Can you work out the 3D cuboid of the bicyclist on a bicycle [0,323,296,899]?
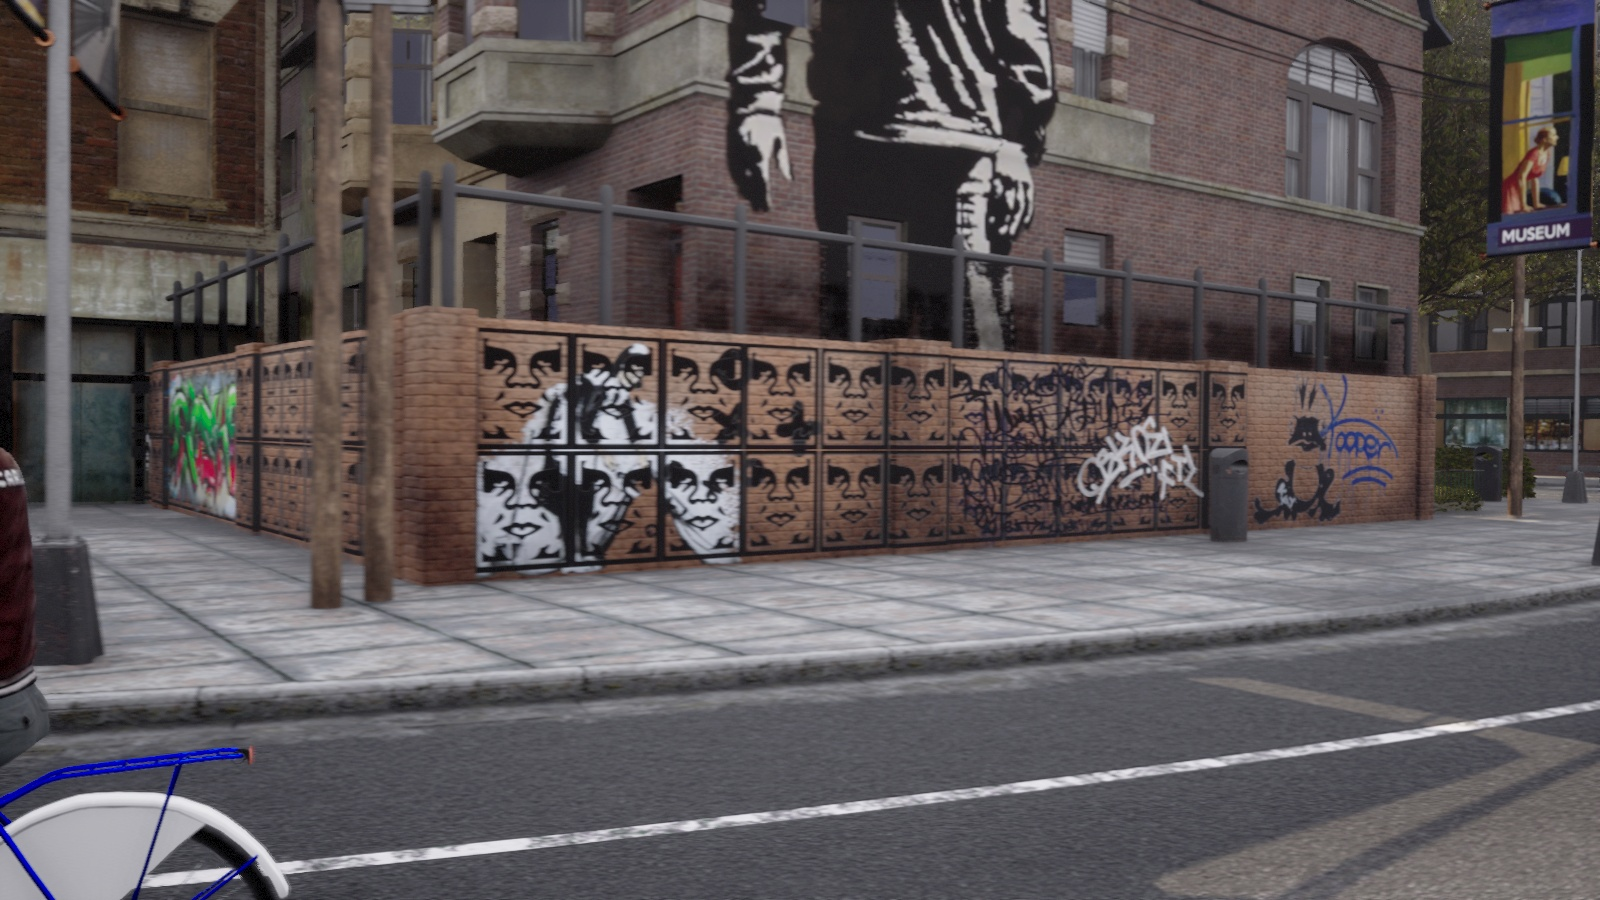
[{"bbox_3d":[-2.029,0.653,2.526,1.843,1.776,0.659,-1,1,-19],"label":"bicyclist on a bicycle"}]
